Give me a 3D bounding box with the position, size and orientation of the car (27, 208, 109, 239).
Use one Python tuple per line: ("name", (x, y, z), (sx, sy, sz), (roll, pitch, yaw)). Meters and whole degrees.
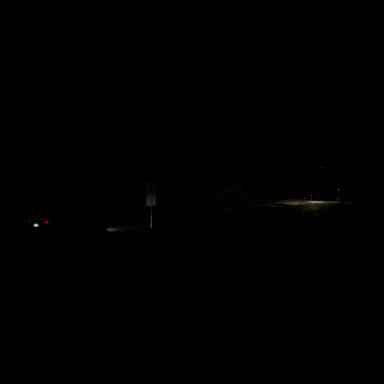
("car", (-6.408, 1.555, 17.576), (1.994, 1.385, 4.181), (1, 0, 30))
